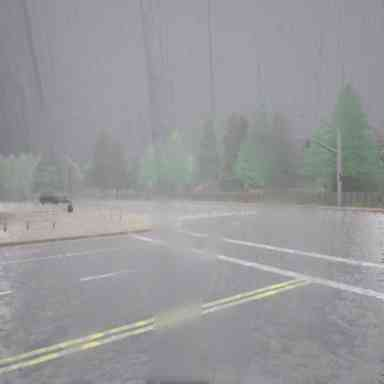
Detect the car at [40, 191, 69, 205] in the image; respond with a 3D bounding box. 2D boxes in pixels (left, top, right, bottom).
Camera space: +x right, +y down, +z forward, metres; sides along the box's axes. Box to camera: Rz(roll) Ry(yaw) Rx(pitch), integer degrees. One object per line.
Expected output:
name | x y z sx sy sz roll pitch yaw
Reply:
car | -21.405 0.921 51.795 5.566 2.045 2.150 -1 0 34
